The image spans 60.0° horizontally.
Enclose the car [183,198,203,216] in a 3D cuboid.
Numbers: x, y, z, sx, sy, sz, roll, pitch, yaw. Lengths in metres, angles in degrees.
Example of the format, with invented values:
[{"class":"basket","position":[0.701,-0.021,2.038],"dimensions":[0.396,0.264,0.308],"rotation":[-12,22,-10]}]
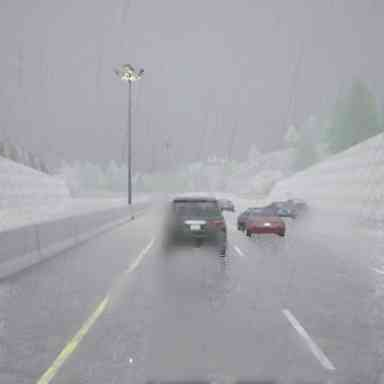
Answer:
[{"class":"car","position":[0.106,1.418,32.980],"dimensions":[1.837,1.490,4.892],"rotation":[0,0,0]}]

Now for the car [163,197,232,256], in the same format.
[{"class":"car","position":[0.102,1.187,13.108],"dimensions":[2.150,2.045,5.566],"rotation":[0,0,0]}]

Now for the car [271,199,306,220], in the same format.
[{"class":"car","position":[7.106,1.477,26.884],"dimensions":[2.033,1.411,5.357],"rotation":[0,0,0]}]

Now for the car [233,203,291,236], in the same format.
[{"class":"car","position":[3.603,1.517,17.936],"dimensions":[1.994,1.385,4.181],"rotation":[0,0,0]}]

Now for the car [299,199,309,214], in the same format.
[{"class":"car","position":[10.592,1.435,34.420],"dimensions":[1.812,1.442,4.674],"rotation":[0,0,0]}]
